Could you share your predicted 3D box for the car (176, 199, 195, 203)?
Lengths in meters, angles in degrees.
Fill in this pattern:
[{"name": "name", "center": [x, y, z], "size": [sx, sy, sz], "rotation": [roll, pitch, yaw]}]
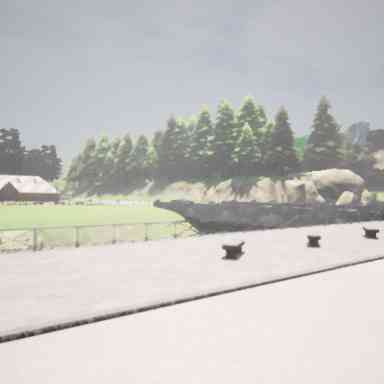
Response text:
[{"name": "car", "center": [-1.551, 1.966, 64.434], "size": [2.033, 1.411, 5.357], "rotation": [1, 0, -35]}]
